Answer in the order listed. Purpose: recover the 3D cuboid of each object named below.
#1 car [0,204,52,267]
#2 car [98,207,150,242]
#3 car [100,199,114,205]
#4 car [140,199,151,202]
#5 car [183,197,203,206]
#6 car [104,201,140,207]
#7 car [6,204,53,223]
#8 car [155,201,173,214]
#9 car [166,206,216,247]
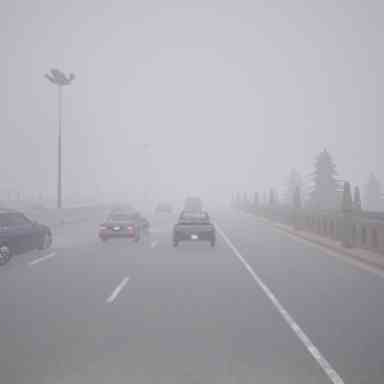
[{"bbox_3d":[-6.898,1.460,12.024,2.097,1.767,4.553,0,-1,0],"label":"car"},{"bbox_3d":[-3.397,1.712,17.482,2.033,1.411,5.357,0,-1,0],"label":"car"},{"bbox_3d":[-17.347,2.239,69.293,1.812,1.442,4.674,0,-1,14],"label":"car"},{"bbox_3d":[-9.993,2.203,69.708,1.837,1.490,4.892,0,-1,16],"label":"car"},{"bbox_3d":[0.122,1.617,39.898,2.150,2.045,5.566,0,-1,0],"label":"car"},{"bbox_3d":[-6.893,1.874,33.159,2.033,1.411,5.357,0,-1,0],"label":"car"},{"bbox_3d":[-14.076,1.811,29.133,1.812,1.442,4.674,0,-1,0],"label":"car"},{"bbox_3d":[-3.359,1.898,40.939,2.128,1.511,4.902,0,-1,1],"label":"car"},{"bbox_3d":[0.103,1.640,15.893,2.128,1.511,4.902,0,-1,0],"label":"car"}]
